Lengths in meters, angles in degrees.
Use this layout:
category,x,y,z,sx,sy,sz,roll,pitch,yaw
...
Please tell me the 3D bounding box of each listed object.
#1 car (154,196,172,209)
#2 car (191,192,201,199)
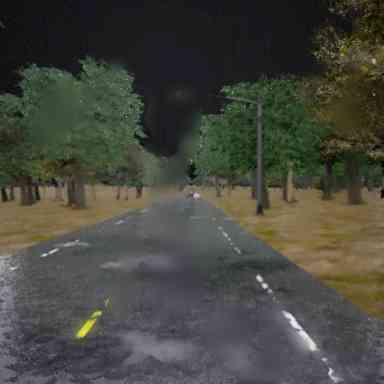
category,x,y,z,sx,sy,sz,roll,pitch,yaw
car,-3.587,1.257,41.255,1.882,1.535,5.008,0,1,0
car,1.230,0.978,85.682,1.812,1.442,4.674,0,0,0
